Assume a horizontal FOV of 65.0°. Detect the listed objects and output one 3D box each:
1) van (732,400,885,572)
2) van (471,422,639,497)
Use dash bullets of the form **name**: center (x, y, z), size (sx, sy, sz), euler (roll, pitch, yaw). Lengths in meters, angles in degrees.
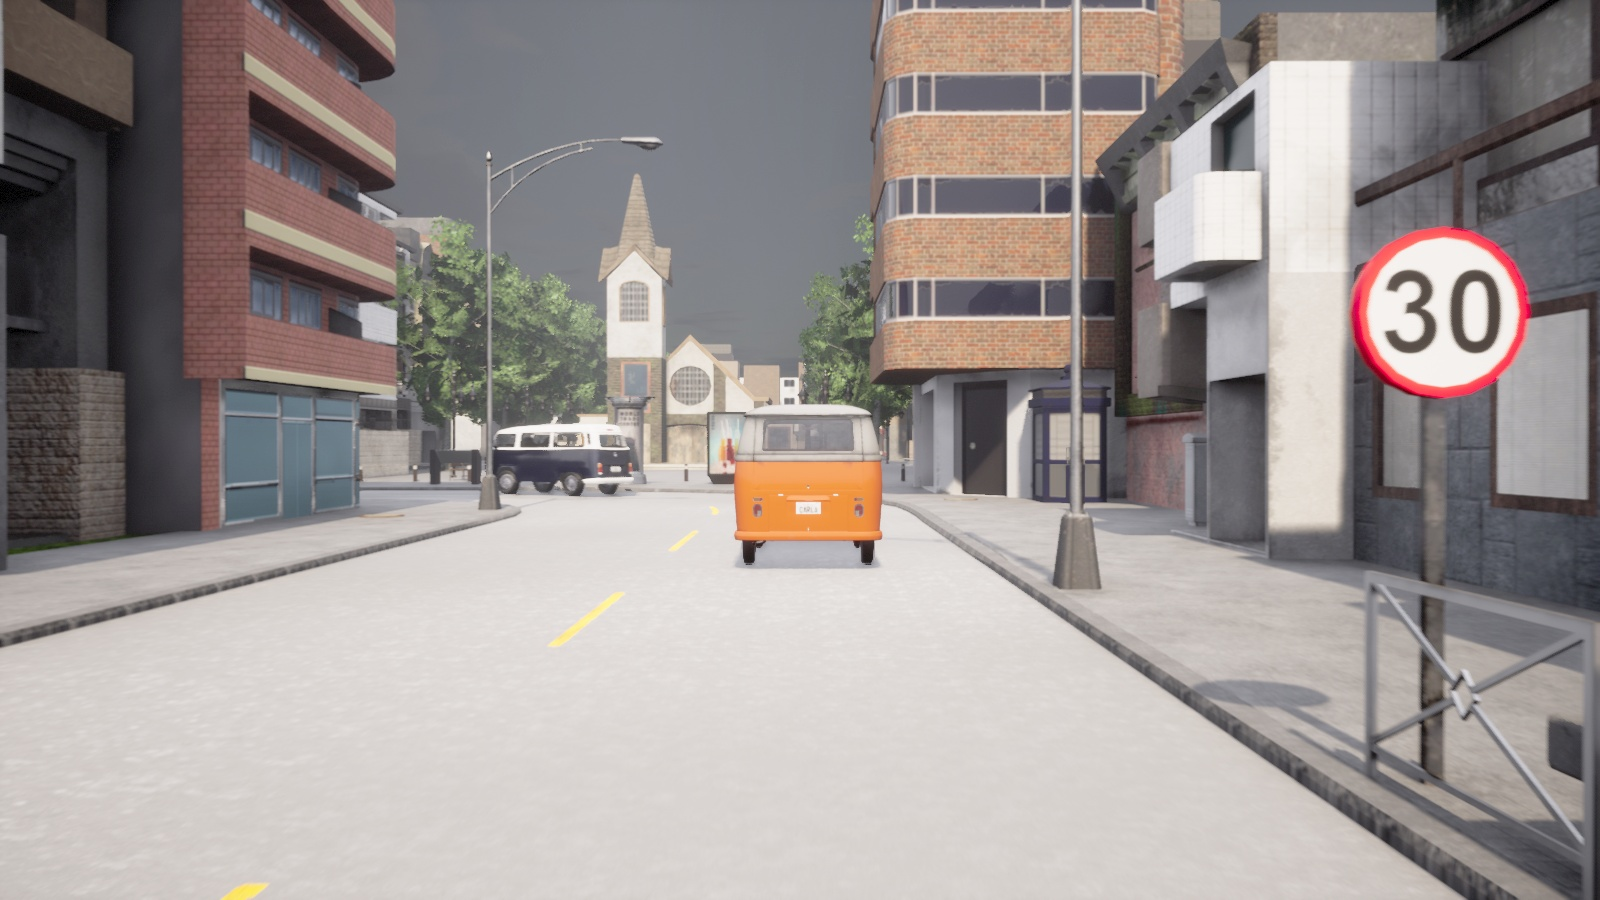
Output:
- **van**: center (0.109, 0.405, 16.771), size (1.775, 1.987, 4.442), euler (0, 0, 0)
- **van**: center (-7.082, 0.262, 36.168), size (4.480, 2.038, 2.069), euler (0, 0, 30)
